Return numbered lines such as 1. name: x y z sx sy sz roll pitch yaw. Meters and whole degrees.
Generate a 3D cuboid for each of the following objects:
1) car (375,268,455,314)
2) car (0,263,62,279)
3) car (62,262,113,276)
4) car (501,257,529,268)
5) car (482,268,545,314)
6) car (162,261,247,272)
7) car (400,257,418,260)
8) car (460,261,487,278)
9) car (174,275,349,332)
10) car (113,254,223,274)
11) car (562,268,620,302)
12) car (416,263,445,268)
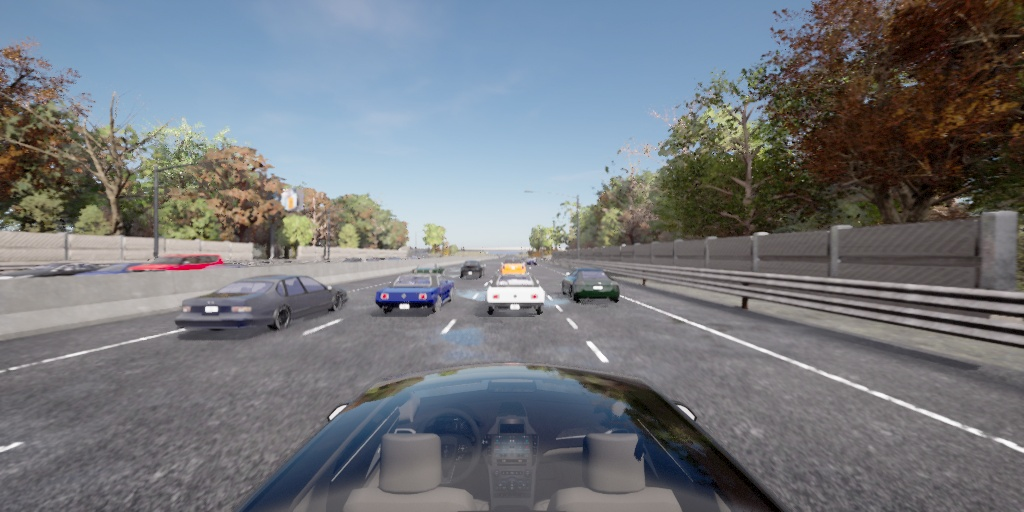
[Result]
1. car: -3.397 1.302 13.559 1.895 1.301 4.718 0 0 0
2. car: -28.095 1.156 22.311 2.128 1.511 4.902 0 0 0
3. car: -24.595 1.188 22.748 1.812 1.442 4.674 0 0 0
4. car: 0.103 0.983 31.250 2.097 1.767 4.553 0 0 0
5. car: 0.101 1.302 13.504 1.895 1.301 4.718 0 0 0
6. car: -17.597 1.214 21.886 2.033 1.411 5.357 0 0 0
7. car: -17.515 0.992 63.040 1.882 1.535 5.008 0 0 1
8. car: -3.395 1.134 31.536 1.837 1.490 4.892 0 0 0
9. car: -6.903 1.260 10.734 2.033 1.411 5.357 0 0 0
10. car: -21.094 0.883 22.853 2.150 2.045 5.566 0 0 0
11. car: 3.502 1.252 16.570 1.994 1.385 4.181 0 0 0
12. car: -6.893 1.235 30.159 1.895 1.301 4.718 0 0 0
